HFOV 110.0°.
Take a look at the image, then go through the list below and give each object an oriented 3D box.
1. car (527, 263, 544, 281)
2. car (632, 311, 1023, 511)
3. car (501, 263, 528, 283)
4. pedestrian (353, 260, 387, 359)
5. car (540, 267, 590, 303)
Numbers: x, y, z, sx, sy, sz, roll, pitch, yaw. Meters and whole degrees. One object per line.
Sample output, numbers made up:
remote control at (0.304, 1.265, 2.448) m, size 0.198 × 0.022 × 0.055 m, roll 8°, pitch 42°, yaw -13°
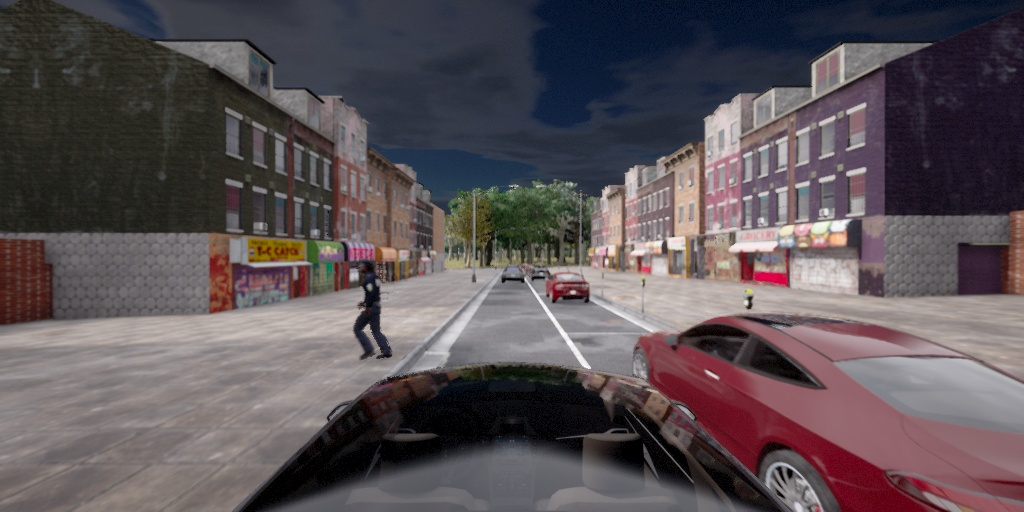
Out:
car at (2.616, 1.639, 33.785) m, size 1.948 × 1.339 × 4.313 m, roll 0°, pitch 0°, yaw 0°
car at (2.749, 1.295, 3.650) m, size 1.812 × 1.442 × 4.674 m, roll 0°, pitch -1°, yaw 0°
car at (0.079, 1.615, 31.761) m, size 1.994 × 1.385 × 4.181 m, roll 0°, pitch -1°, yaw 0°
pedestrian at (-2.579, 0.937, 6.474) m, size 0.375 × 1.860 × 0.375 m, roll -1°, pitch 0°, yaw 0°
car at (2.627, 1.449, 17.567) m, size 1.888 × 1.381 × 4.507 m, roll 0°, pitch 0°, yaw 0°
